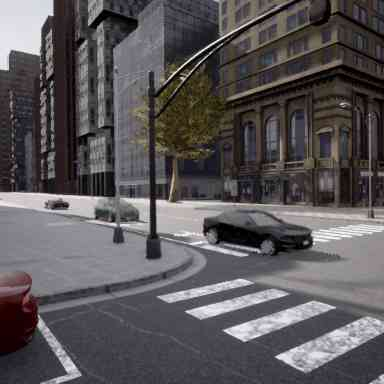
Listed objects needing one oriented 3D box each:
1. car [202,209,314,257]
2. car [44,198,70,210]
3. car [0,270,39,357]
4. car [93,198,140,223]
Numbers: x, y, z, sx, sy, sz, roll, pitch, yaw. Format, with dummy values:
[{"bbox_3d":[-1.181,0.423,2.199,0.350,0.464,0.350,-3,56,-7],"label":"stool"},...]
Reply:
[{"bbox_3d":[2.451,1.472,13.454,1.882,1.535,5.008,-1,1,-36],"label":"car"},{"bbox_3d":[-15.614,1.351,38.380,1.895,1.301,4.718,-1,1,-36],"label":"car"},{"bbox_3d":[-4.175,1.545,3.660,4.507,1.381,1.887,0,-1,-36],"label":"car"},{"bbox_3d":[-5.655,1.241,24.623,2.097,1.767,4.553,-1,1,-36],"label":"car"}]
